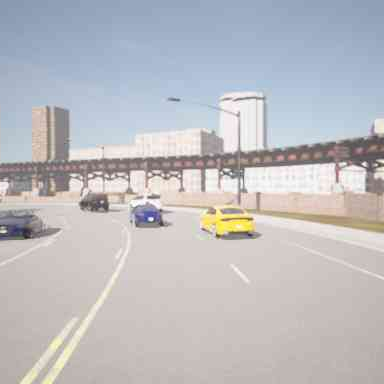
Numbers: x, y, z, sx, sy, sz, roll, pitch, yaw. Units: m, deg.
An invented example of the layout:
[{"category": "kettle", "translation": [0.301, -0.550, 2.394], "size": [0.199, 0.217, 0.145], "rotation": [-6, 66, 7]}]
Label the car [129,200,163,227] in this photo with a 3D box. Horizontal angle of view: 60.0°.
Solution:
[{"category": "car", "translation": [-3.231, 1.538, 23.070], "size": [1.812, 1.442, 4.674], "rotation": [0, 0, -17]}]

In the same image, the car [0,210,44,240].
[{"category": "car", "translation": [-9.059, 1.633, 17.172], "size": [1.994, 1.385, 4.181], "rotation": [0, 0, -13]}]

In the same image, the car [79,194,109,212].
[{"category": "car", "translation": [-11.851, 1.304, 40.156], "size": [2.150, 2.045, 5.566], "rotation": [-1, 0, -36]}]

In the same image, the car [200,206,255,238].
[{"category": "car", "translation": [1.710, 1.455, 17.744], "size": [1.882, 1.535, 5.008], "rotation": [0, 0, -11]}]

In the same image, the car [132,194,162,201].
[{"category": "car", "translation": [-5.064, 1.223, 36.107], "size": [2.150, 2.045, 5.566], "rotation": [-1, 0, -29]}]
